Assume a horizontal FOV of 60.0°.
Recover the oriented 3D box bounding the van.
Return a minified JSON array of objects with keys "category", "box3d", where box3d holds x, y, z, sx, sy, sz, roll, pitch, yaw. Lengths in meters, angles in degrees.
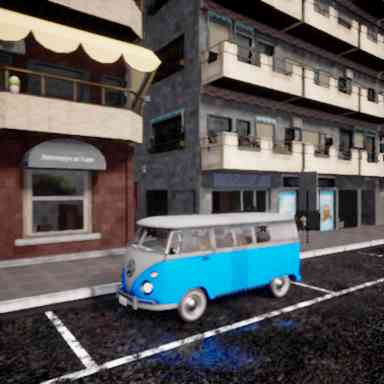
[{"category":"van","box3d":[0.524,1.359,6.951,3.998,1.788,1.690,0,-1,-36]}]
